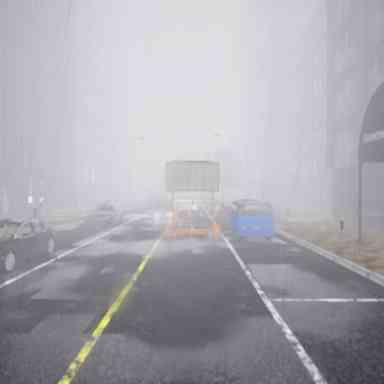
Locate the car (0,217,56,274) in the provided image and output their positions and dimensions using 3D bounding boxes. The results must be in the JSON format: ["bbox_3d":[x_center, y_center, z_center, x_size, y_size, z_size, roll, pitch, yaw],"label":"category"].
[{"bbox_3d":[-5.669,1.499,10.227,2.008,1.369,4.403,0,0,0],"label":"car"}]

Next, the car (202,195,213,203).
[{"bbox_3d":[2.828,1.228,61.436,2.008,1.369,4.403,0,0,0],"label":"car"}]

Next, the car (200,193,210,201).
[{"bbox_3d":[2.854,1.042,72.821,1.967,1.590,4.097,0,0,0],"label":"car"}]

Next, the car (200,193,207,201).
[{"bbox_3d":[2.815,1.262,55.744,2.008,1.369,4.403,0,0,0],"label":"car"}]

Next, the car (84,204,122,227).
[{"bbox_3d":[-5.643,1.472,21.612,1.802,1.307,4.206,0,0,0],"label":"car"}]

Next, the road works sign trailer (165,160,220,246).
[{"bbox_3d":[0.032,0.389,14.917,2.380,3.560,2.880,0,0,0],"label":"road works sign trailer"}]

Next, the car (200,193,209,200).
[{"bbox_3d":[2.866,1.005,78.512,1.967,1.590,4.097,0,0,0],"label":"car"}]

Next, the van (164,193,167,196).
[{"bbox_3d":[-5.553,1.018,61.458,1.690,1.788,3.998,0,0,0],"label":"van"}]

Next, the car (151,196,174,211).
[{"bbox_3d":[-3.017,1.414,36.822,1.895,1.301,4.718,0,0,0],"label":"car"}]

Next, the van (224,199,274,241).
[{"bbox_3d":[2.725,1.261,15.897,1.690,1.788,3.998,0,0,0],"label":"van"}]

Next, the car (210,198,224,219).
[{"bbox_3d":[2.750,1.444,27.282,1.802,1.307,4.206,0,0,0],"label":"car"}]

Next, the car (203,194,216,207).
[{"bbox_3d":[2.789,1.357,44.360,1.802,1.307,4.206,0,0,0],"label":"car"}]

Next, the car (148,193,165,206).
[{"bbox_3d":[-5.579,1.295,50.074,2.008,1.369,4.403,0,0,0],"label":"car"}]
